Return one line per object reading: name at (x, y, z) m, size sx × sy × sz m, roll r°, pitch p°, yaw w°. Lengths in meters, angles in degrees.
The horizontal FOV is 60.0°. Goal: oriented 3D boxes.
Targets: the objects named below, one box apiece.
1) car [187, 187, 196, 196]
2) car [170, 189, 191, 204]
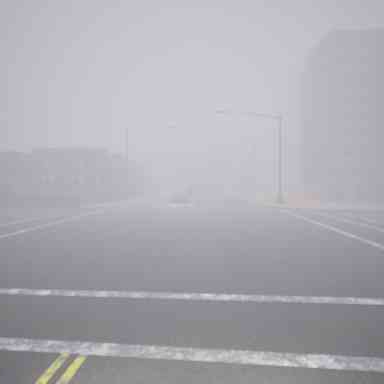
car at (-0.303, -0.143, 67.314) m, size 2.097 × 1.767 × 4.553 m, roll 0°, pitch 1°, yaw 3°
car at (-1.569, 0.766, 41.189) m, size 1.994 × 1.385 × 4.181 m, roll 0°, pitch 2°, yaw 3°
